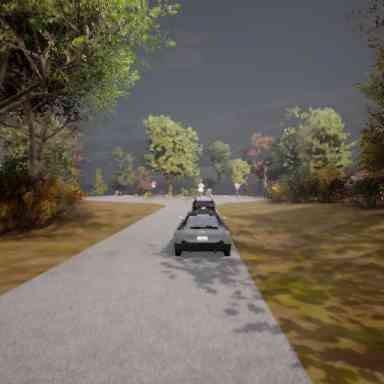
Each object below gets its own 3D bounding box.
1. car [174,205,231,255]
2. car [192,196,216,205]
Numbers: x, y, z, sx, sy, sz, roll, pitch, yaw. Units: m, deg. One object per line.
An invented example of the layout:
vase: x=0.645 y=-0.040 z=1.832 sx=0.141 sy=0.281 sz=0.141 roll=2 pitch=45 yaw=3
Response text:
car: x=0.401 y=1.426 z=12.711 sx=1.994 sy=1.385 sz=4.181 roll=0 pitch=1 yaw=2
car: x=0.979 y=1.044 z=28.009 sx=1.882 sy=1.535 sz=5.008 roll=0 pitch=1 yaw=2
